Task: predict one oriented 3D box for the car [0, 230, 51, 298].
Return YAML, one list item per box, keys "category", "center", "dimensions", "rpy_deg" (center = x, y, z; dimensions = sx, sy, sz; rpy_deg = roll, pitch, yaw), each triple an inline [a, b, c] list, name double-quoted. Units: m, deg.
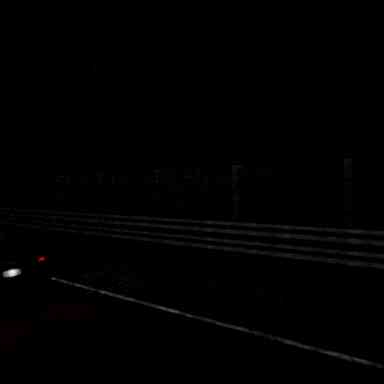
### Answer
- category: "car"
  center: [-5.157, 1.564, 7.729]
  dimensions: [4.181, 1.385, 1.994]
  rpy_deg: [0, 0, 36]
